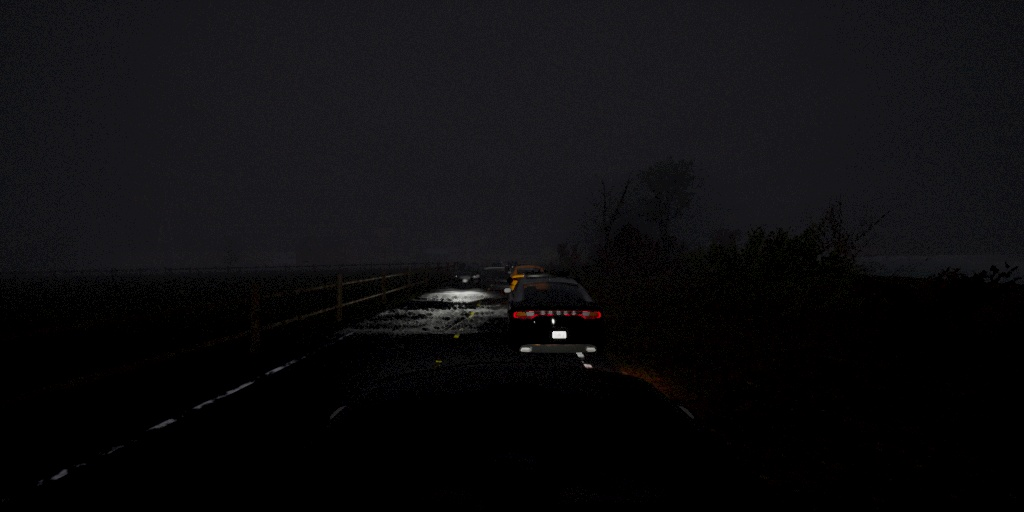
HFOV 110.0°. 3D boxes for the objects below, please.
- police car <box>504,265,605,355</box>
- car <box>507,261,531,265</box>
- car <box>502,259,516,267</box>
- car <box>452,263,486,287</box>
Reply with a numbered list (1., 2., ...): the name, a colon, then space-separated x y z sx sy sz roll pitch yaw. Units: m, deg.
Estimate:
1. police car: 0.828 1.174 8.853 1.930 1.638 5.238 0 0 0
2. car: 0.832 1.226 18.744 1.882 1.535 5.008 0 0 0
3. car: 0.063 1.331 46.642 1.994 1.385 4.181 0 0 0
4. car: -2.841 1.241 24.161 2.128 1.511 4.902 0 0 0
